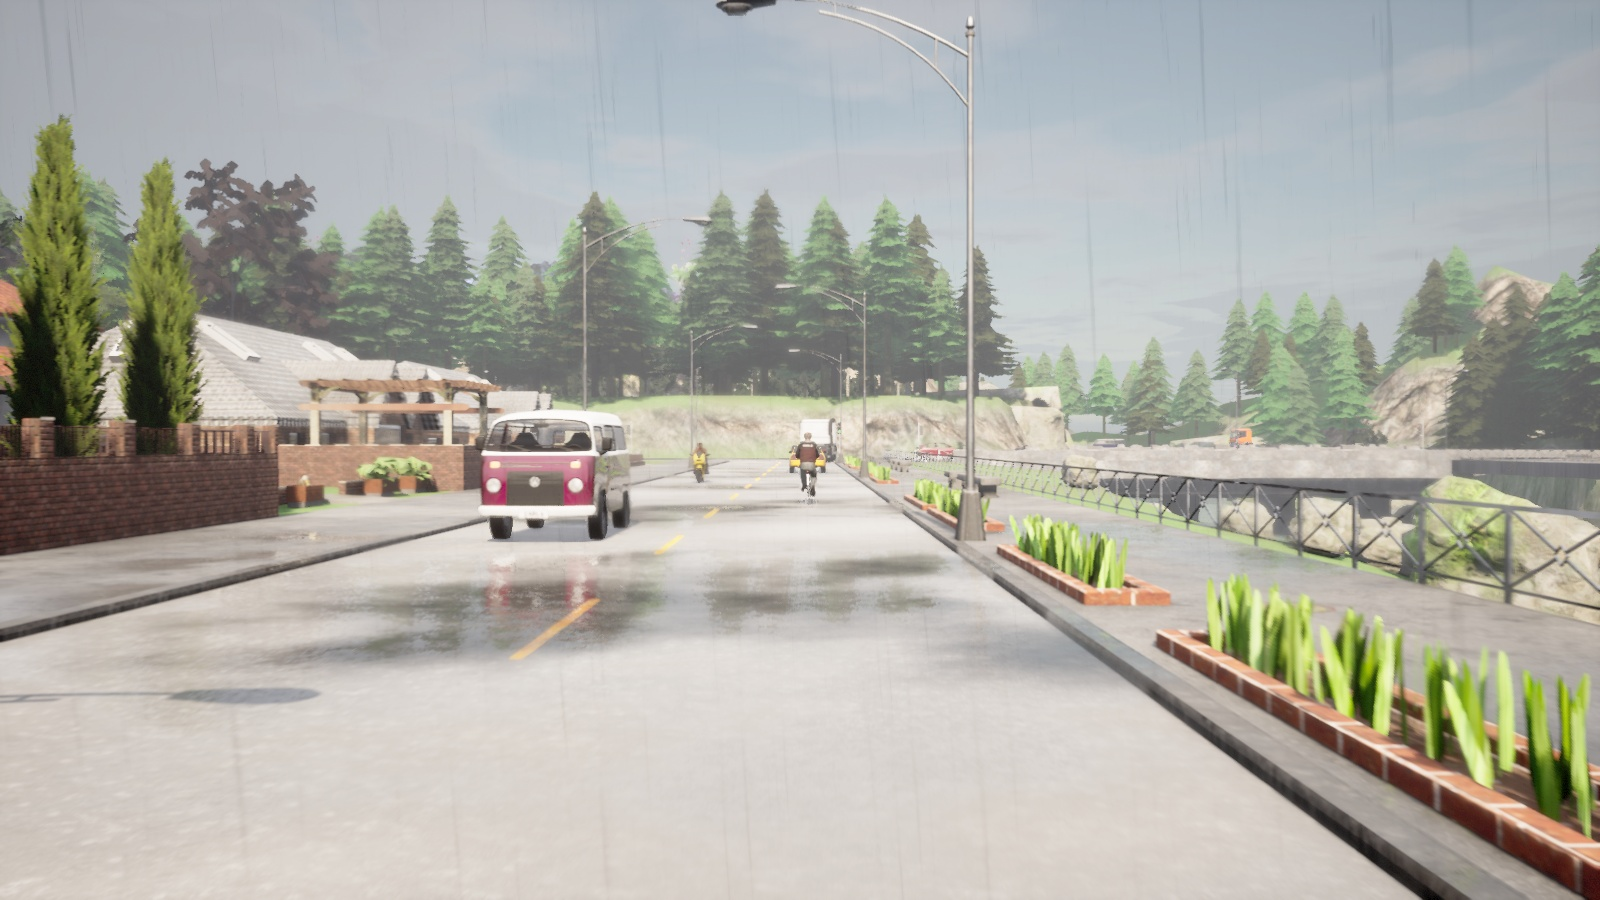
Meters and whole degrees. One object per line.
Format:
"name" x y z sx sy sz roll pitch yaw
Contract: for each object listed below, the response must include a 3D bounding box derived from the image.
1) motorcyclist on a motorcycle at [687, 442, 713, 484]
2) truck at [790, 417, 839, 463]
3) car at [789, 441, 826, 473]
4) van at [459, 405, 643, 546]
"motorcyclist on a motorcycle" -3.716 0.462 46.805 0.797 1.523 2.044 0 0 0
"truck" 1.191 -0.786 97.951 2.891 3.462 7.936 0 0 8
"car" 0.382 0.327 63.726 1.801 1.575 5.366 0 0 0
"van" -3.868 0.352 20.357 2.069 2.038 4.480 0 0 0
